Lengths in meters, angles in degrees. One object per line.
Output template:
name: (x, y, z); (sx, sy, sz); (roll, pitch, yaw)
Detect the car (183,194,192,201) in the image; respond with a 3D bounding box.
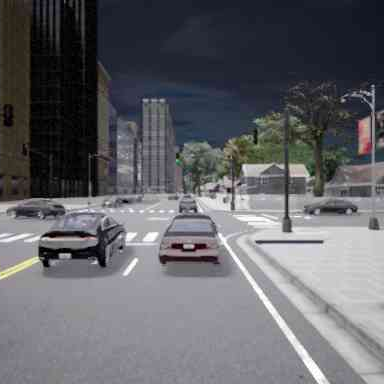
car: (-1.009, 1.130, 74.261); (1.837, 1.490, 4.892); (0, 0, -1)

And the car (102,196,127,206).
car: (-10.439, 1.273, 43.801); (2.128, 1.511, 4.902); (0, 0, 1)

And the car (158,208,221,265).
car: (0.034, 1.490, 11.413); (2.033, 1.411, 5.357); (0, 0, 3)

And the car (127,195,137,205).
car: (-10.527, 1.336, 53.121); (1.895, 1.301, 4.718); (0, 0, 0)

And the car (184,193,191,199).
car: (-1.142, 1.111, 84.496); (1.812, 1.442, 4.674); (0, 0, -1)

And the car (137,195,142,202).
car: (-10.616, 1.210, 63.232); (1.812, 1.442, 4.674); (0, 0, -1)

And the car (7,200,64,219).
car: (-12.424, 1.382, 26.440); (4.892, 1.490, 1.837); (0, -2, 20)

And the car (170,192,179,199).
car: (-4.386, 0.945, 84.007); (2.097, 1.767, 4.553); (0, 0, -1)

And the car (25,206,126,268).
car: (-3.408, 1.437, 11.080); (2.128, 1.511, 4.902); (0, 0, -3)

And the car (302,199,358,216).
car: (12.838, 1.399, 31.052); (4.892, 1.490, 1.837); (0, 0, -1)

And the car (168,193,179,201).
car: (-4.254, 1.157, 73.864); (1.812, 1.442, 4.674); (0, 0, -1)

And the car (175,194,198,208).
car: (-0.413, 1.342, 35.958); (2.128, 1.511, 4.902); (0, 1, -1)
